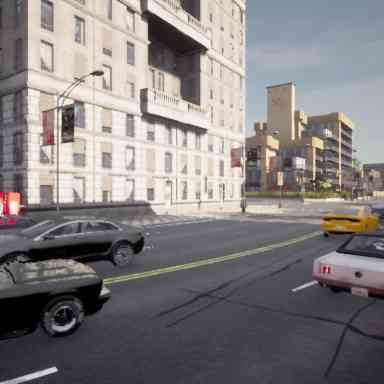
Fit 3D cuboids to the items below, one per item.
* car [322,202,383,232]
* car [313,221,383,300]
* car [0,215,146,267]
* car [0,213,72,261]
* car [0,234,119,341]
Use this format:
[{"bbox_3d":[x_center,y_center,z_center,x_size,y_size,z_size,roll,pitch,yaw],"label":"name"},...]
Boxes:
[{"bbox_3d":[8.313,1.469,17.238,1.882,1.535,5.008,0,0,38],"label":"car"},{"bbox_3d":[4.775,1.598,7.822,4.718,1.301,1.895,0,0,-44],"label":"car"},{"bbox_3d":[-3.699,1.482,9.694,4.902,1.511,2.128,0,0,-40],"label":"car"},{"bbox_3d":[-6.690,1.552,11.798,4.181,1.385,1.994,0,0,-38],"label":"car"},{"bbox_3d":[-3.728,1.595,4.934,4.718,1.301,1.895,0,0,-35],"label":"car"}]
